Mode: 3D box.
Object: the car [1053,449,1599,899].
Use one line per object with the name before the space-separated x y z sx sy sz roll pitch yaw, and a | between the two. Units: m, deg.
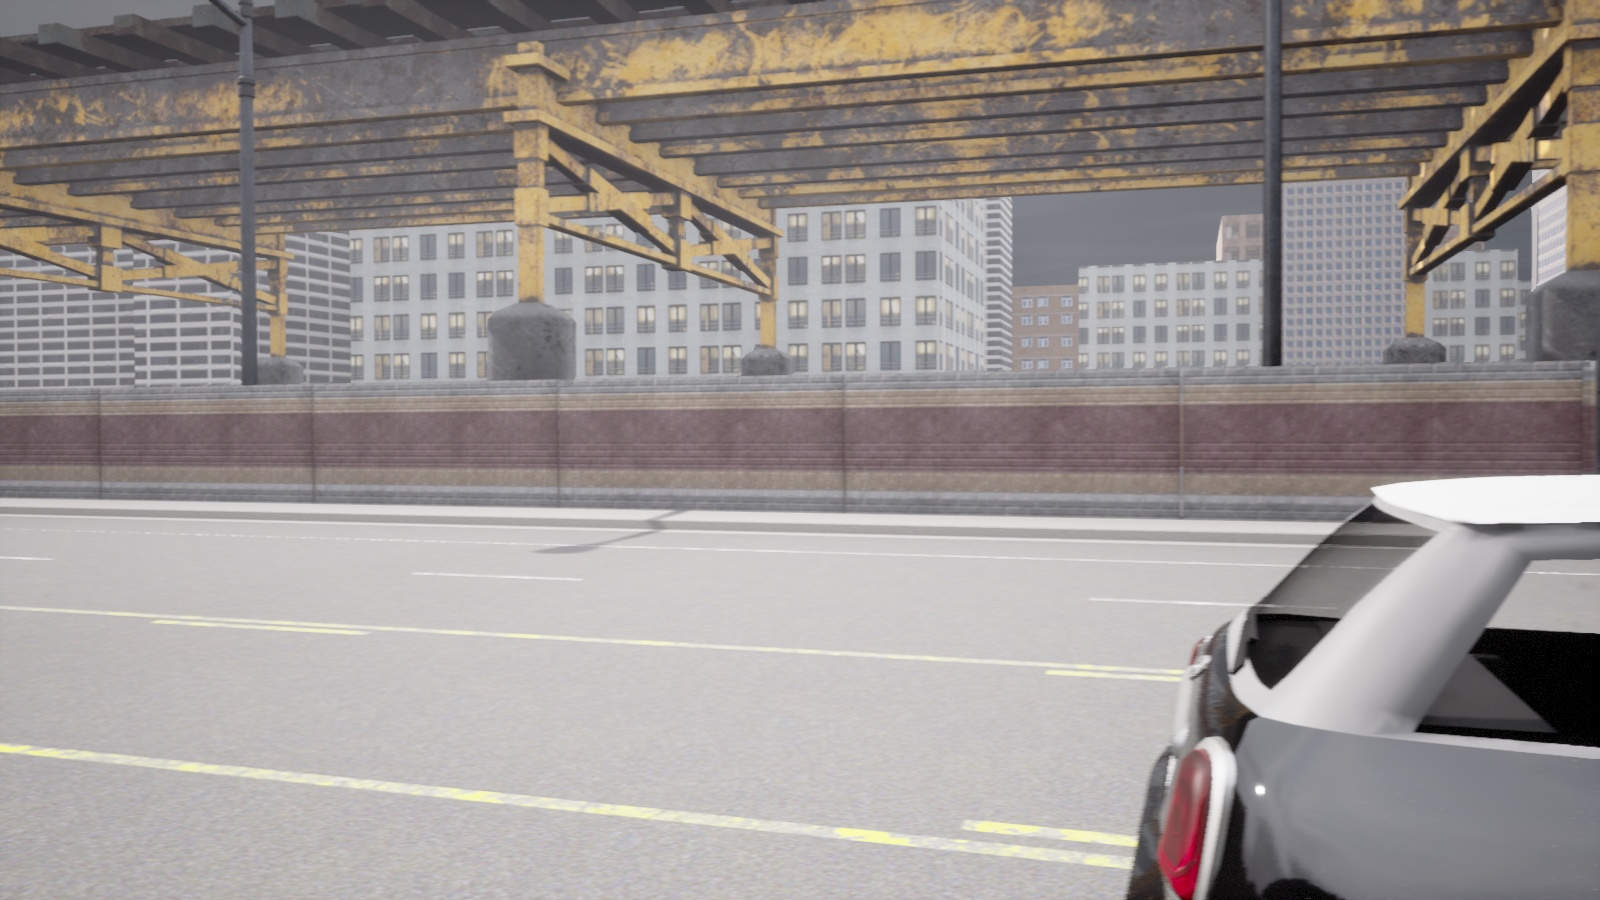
car | 2.521 0.764 2.347 3.806 1.475 1.970 1 1 18
